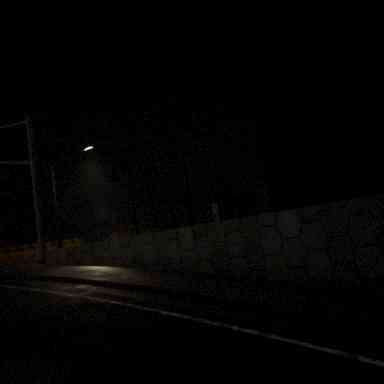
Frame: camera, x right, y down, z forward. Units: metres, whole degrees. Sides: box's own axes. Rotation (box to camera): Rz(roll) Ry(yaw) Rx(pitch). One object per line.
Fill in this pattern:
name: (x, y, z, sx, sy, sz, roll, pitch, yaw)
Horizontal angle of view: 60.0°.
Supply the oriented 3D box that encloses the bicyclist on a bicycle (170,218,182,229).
bicyclist on a bicycle: (-1.311, 2.910, 27.266, 1.656, 1.620, 0.582, -14, -8, 36)
